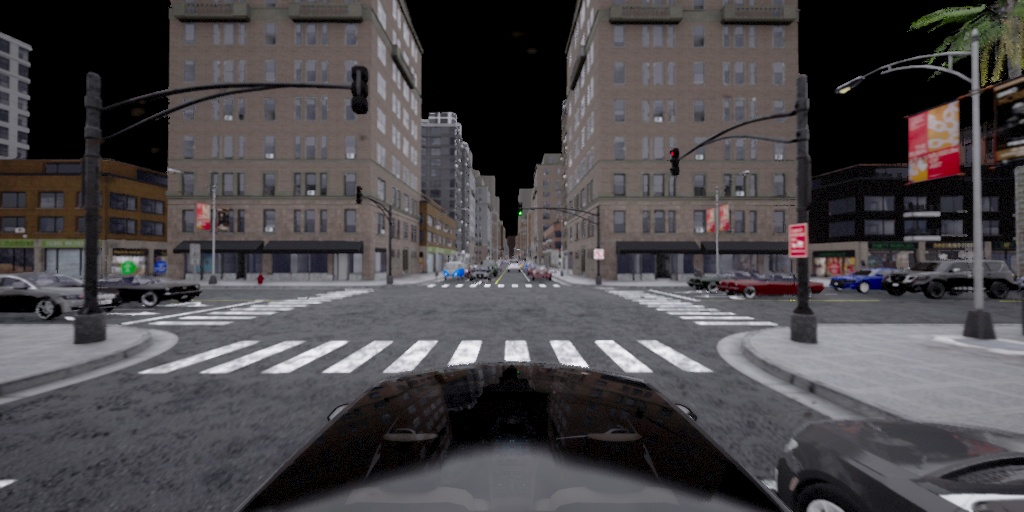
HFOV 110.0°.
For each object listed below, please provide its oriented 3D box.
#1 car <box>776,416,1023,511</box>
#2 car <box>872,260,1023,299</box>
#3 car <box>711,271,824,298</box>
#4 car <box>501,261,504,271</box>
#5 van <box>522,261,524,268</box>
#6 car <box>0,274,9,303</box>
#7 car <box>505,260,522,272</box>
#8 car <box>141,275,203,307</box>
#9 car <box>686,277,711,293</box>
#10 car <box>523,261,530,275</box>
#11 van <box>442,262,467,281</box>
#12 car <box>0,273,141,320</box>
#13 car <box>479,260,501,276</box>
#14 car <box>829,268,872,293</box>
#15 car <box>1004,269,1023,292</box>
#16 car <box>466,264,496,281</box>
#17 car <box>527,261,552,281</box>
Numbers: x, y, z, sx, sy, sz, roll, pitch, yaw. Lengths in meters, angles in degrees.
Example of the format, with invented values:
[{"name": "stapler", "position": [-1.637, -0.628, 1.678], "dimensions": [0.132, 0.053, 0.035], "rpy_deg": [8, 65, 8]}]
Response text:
[{"name": "car", "position": [2.668, 1.289, 0.706], "dimensions": [2.007, 1.370, 4.403], "rpy_deg": [0, 0, 0]}, {"name": "car", "position": [23.601, 1.220, 19.503], "dimensions": [5.566, 2.045, 2.150], "rpy_deg": [0, -1, 0]}, {"name": "car", "position": [13.847, 1.582, 19.446], "dimensions": [4.718, 1.301, 1.895], "rpy_deg": [0, -1, 0]}, {"name": "car", "position": [-2.788, 2.025, 64.233], "dimensions": [1.812, 1.442, 4.674], "rpy_deg": [0, -1, 1]}, {"name": "van", "position": [2.904, 1.767, 58.028], "dimensions": [1.690, 1.789, 3.998], "rpy_deg": [0, 0, 0]}, {"name": "car", "position": [-25.836, 1.480, 15.777], "dimensions": [4.718, 1.301, 1.895], "rpy_deg": [0, -1, 0]}, {"name": "car", "position": [0.353, 1.696, 62.173], "dimensions": [2.150, 2.045, 5.566], "rpy_deg": [0, -1, 0]}, {"name": "car", "position": [-16.677, 1.495, 15.835], "dimensions": [4.718, 1.301, 1.895], "rpy_deg": [0, -1, -1]}, {"name": "car", "position": [13.727, 1.617, 22.695], "dimensions": [4.718, 1.301, 1.895], "rpy_deg": [0, -1, 0]}, {"name": "car", "position": [2.855, 1.731, 46.690], "dimensions": [1.967, 1.591, 4.097], "rpy_deg": [0, 0, 0]}, {"name": "van", "position": [-5.719, 1.495, 35.387], "dimensions": [1.690, 1.789, 3.998], "rpy_deg": [0, 0, 0]}, {"name": "car", "position": [-16.655, 1.351, 12.565], "dimensions": [4.902, 1.511, 2.128], "rpy_deg": [0, -1, 0]}, {"name": "car", "position": [-2.919, 1.484, 44.346], "dimensions": [2.150, 2.045, 5.566], "rpy_deg": [0, -1, 0]}, {"name": "car", "position": [23.047, 1.510, 22.746], "dimensions": [5.008, 1.535, 1.882], "rpy_deg": [0, -1, 0]}, {"name": "car", "position": [34.879, 1.583, 22.801], "dimensions": [4.674, 1.442, 1.812], "rpy_deg": [0, -1, 0]}, {"name": "car", "position": [-2.964, 1.715, 35.035], "dimensions": [1.994, 1.385, 4.181], "rpy_deg": [0, -1, 0]}, {"name": "car", "position": [2.807, 1.594, 35.353], "dimensions": [1.967, 1.591, 4.097], "rpy_deg": [0, 0, 0]}]
